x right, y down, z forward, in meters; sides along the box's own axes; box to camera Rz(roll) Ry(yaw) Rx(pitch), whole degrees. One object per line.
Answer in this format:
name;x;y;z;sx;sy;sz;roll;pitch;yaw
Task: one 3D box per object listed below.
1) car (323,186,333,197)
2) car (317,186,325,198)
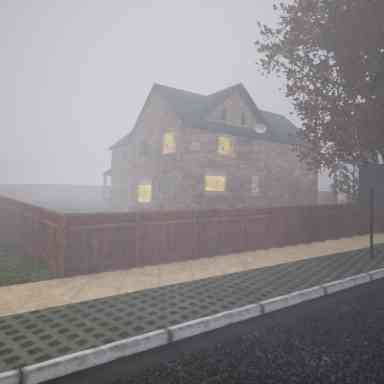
car;21.570;0.062;54.189;2.150;2.045;5.566;1;1;-4
car;18.709;0.283;52.992;1.882;1.535;5.008;1;2;-3
